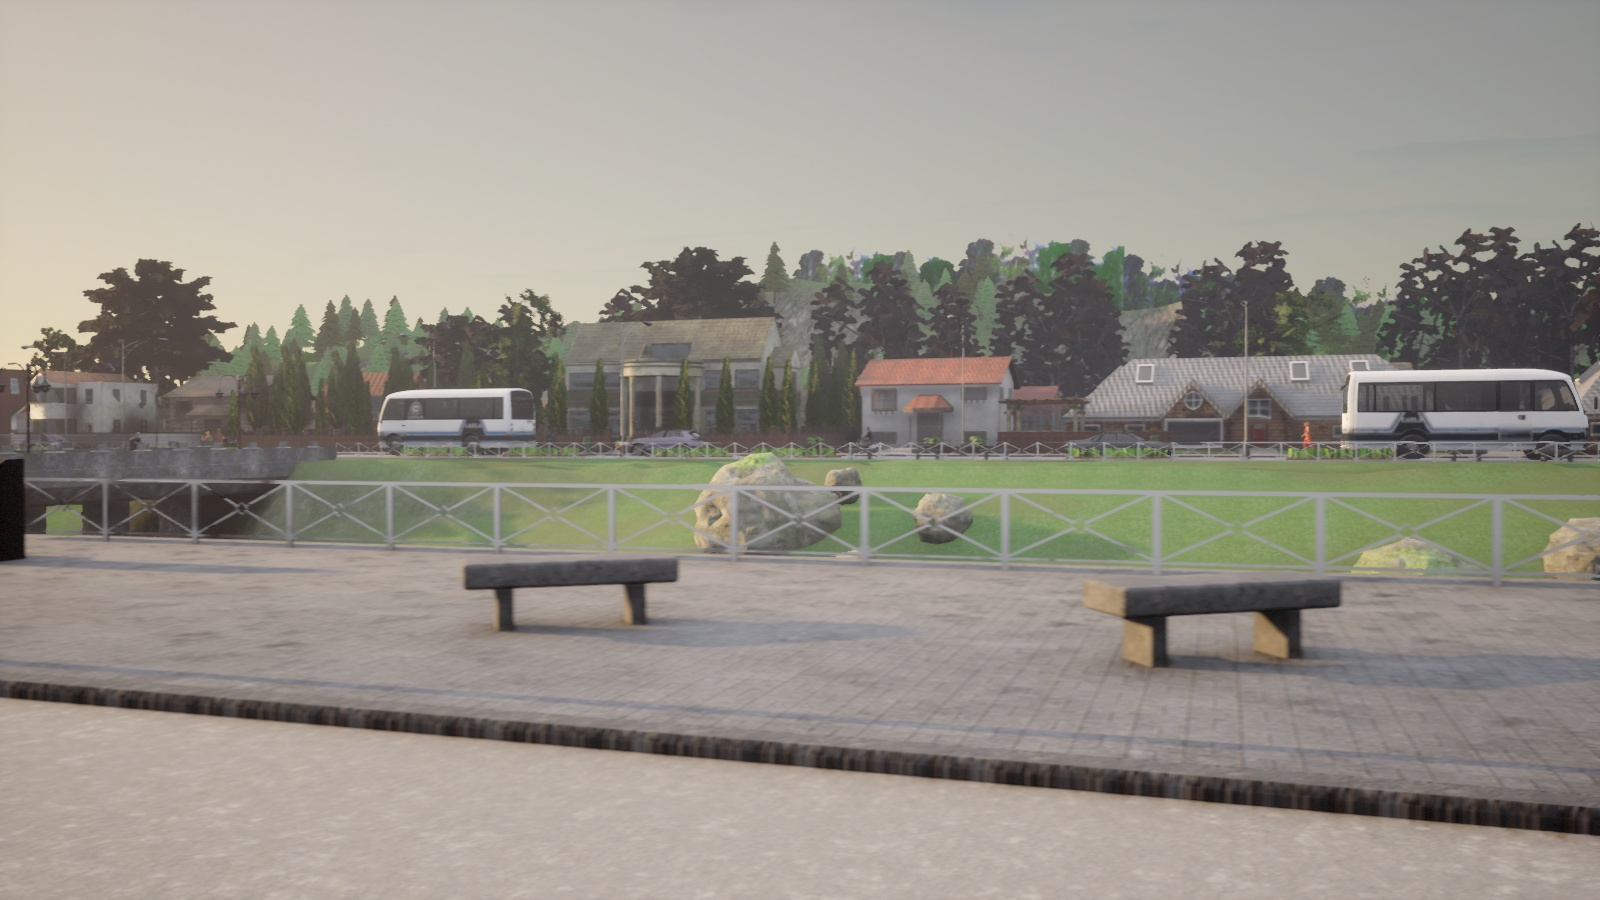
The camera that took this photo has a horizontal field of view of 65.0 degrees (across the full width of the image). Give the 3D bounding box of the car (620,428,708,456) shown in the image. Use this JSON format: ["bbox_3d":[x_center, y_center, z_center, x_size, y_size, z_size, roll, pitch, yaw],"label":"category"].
[{"bbox_3d":[-8.182,-0.487,75.751,4.856,1.649,2.033,1,1,19],"label":"car"}]

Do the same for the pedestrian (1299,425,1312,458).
[{"bbox_3d":[27.740,-0.463,68.932,0.594,1.836,0.345,0,1,10],"label":"pedestrian"}]

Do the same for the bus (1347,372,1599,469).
[{"bbox_3d":[31.187,-1.366,58.256,10.273,4.253,3.944,1,1,19],"label":"bus"}]

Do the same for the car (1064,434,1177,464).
[{"bbox_3d":[16.158,-0.079,63.337,5.357,1.411,2.033,1,1,19],"label":"car"}]

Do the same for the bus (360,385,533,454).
[{"bbox_3d":[-22.680,-1.926,80.613,10.273,4.253,3.944,1,1,19],"label":"bus"}]
